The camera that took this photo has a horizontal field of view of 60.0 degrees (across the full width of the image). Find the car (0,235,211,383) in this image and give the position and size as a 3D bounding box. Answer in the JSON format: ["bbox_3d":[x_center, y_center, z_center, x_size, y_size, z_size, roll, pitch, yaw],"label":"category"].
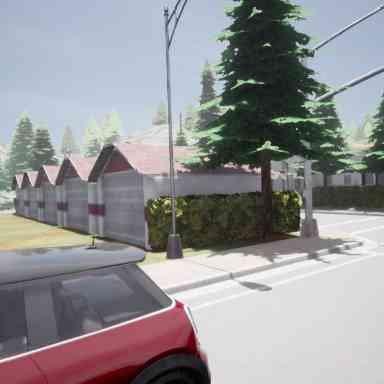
[{"bbox_3d":[-2.108,1.355,2.491,4.553,1.767,2.097,-2,1,-36],"label":"car"}]
